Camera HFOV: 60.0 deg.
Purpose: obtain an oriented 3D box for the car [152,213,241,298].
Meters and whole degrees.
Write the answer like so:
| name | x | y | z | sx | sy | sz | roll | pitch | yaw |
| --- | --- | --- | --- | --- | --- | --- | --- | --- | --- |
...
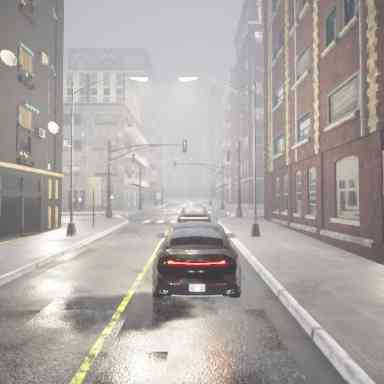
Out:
| name | x | y | z | sx | sy | sz | roll | pitch | yaw |
| --- | --- | --- | --- | --- | --- | --- | --- | --- | --- |
| car | 0.106 | 1.511 | 8.521 | 1.837 | 1.490 | 4.892 | 0 | 0 | 0 |

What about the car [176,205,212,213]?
| name | x | y | z | sx | sy | sz | roll | pitch | yaw |
| --- | --- | --- | --- | --- | --- | --- | --- | --- | --- |
| car | 0.130 | 1.511 | 18.918 | 2.128 | 1.511 | 4.902 | 0 | 0 | 0 |
